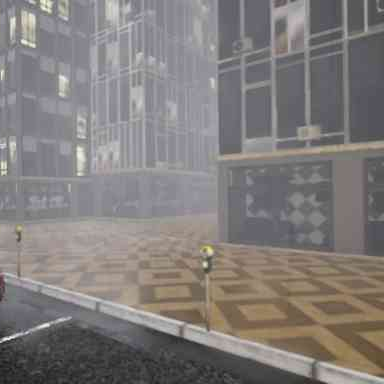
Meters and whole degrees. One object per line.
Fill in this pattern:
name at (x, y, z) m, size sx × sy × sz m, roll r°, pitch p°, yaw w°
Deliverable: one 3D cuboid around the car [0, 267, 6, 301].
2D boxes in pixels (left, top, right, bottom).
car at (-5.361, 1.605, 6.705) m, size 4.206 × 1.307 × 1.802 m, roll 0°, pitch -1°, yaw 35°
